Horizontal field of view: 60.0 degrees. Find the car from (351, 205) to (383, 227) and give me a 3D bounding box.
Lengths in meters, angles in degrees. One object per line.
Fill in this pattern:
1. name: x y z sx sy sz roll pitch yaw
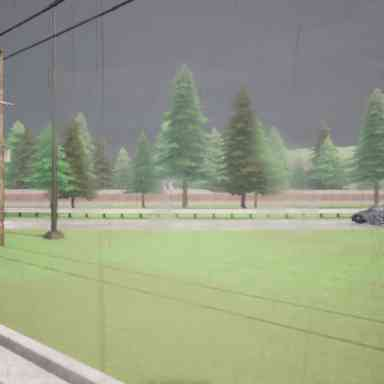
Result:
1. car: 13.031 1.563 22.380 4.181 1.385 1.994 0 0 -8
